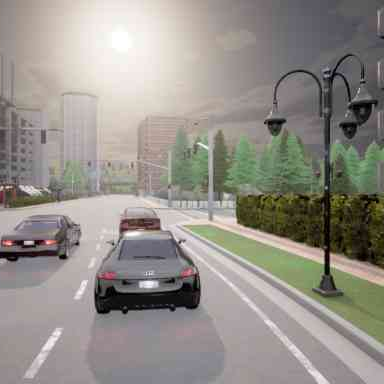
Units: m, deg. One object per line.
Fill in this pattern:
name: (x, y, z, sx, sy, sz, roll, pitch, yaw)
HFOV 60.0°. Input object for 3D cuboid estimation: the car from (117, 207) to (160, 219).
car: (-2.659, 1.478, 16.563, 1.882, 1.535, 5.008, 0, 0, -12)

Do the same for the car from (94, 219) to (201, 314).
car: (-1.042, 1.564, 7.725, 1.994, 1.385, 4.181, 0, 0, -9)

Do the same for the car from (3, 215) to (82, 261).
car: (-5.317, 1.547, 12.289, 2.033, 1.411, 5.357, 0, 0, -11)

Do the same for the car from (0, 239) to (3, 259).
car: (-3.876, 1.492, 2.757, 2.128, 1.511, 4.902, 0, 0, -5)
